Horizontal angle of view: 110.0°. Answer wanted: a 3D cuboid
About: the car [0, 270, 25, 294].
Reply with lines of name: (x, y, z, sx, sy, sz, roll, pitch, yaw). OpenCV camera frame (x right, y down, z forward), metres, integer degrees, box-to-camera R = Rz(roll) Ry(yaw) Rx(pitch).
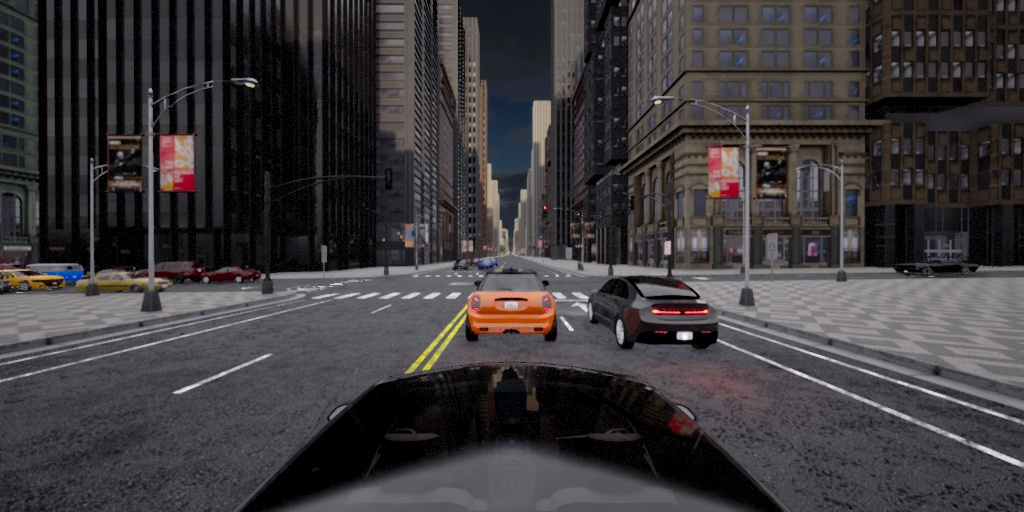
car: (-33.825, 1.739, 22.180, 4.403, 1.370, 2.007, 0, 0, 0)

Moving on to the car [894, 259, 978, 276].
car: (33.079, 0.857, 28.100, 4.718, 1.301, 1.895, -1, 0, 0)

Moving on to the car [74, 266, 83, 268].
car: (-34.220, 1.734, 30.719, 4.207, 1.307, 1.802, 0, 0, 0)

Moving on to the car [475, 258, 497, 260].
car: (-3.462, 1.177, 47.813, 1.882, 1.535, 5.008, 0, 0, 0)

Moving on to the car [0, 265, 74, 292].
car: (-34.194, 1.658, 24.842, 5.008, 1.535, 1.882, -1, 0, 0)

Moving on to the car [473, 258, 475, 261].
car: (-6.710, 1.147, 65.133, 1.882, 1.535, 5.008, 0, 0, 0)

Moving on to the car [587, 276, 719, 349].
car: (3.234, 1.249, 9.143, 1.837, 1.490, 4.892, 0, 0, 0)

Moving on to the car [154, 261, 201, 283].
car: (-29.133, 1.398, 30.716, 5.009, 1.841, 2.192, 0, 0, 0)

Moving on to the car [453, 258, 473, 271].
car: (-6.712, 1.204, 47.782, 1.837, 1.490, 4.892, 0, 0, 0)

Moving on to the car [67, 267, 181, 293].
car: (-23.884, 1.581, 22.184, 4.829, 1.417, 1.751, 0, 0, 0)

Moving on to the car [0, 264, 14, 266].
car: (-44.394, 1.605, 30.728, 5.009, 1.841, 2.192, 0, 0, 0)

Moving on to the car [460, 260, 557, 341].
car: (-0.008, 1.096, 10.003, 2.097, 1.767, 4.553, 0, 0, 0)

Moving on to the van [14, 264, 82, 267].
van: (-39.307, 1.562, 30.724, 3.998, 1.789, 1.690, 0, 0, 0)

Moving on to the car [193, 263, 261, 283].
car: (-24.046, 1.559, 30.711, 4.507, 1.381, 1.888, 0, 0, 0)
